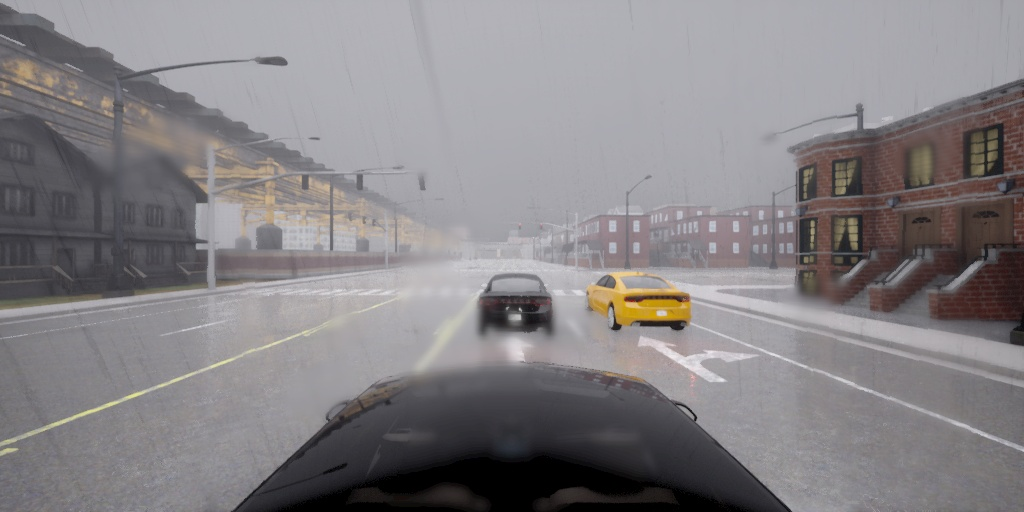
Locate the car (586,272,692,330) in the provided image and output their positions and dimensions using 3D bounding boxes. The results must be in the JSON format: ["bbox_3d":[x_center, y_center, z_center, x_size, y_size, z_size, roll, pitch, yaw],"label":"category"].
[{"bbox_3d":[3.604,1.227,11.097,1.882,1.535,5.008,0,0,0],"label":"car"}]

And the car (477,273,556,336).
[{"bbox_3d":[0.102,1.227,10.392,1.882,1.535,5.008,0,0,0],"label":"car"}]
